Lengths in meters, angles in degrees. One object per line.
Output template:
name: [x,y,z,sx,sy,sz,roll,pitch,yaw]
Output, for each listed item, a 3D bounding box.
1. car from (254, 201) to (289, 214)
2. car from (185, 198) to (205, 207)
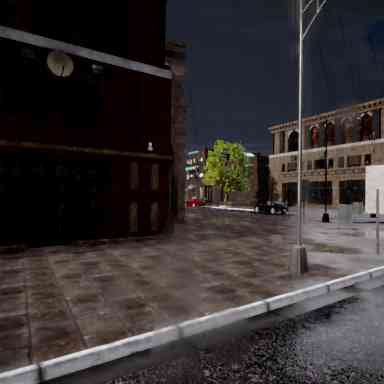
car: [8.499,1.624,35.983,2.008,1.369,4.403,1,-1,-27]
car: [0.421,1.621,51.459,1.887,1.381,4.507,1,-1,-27]
